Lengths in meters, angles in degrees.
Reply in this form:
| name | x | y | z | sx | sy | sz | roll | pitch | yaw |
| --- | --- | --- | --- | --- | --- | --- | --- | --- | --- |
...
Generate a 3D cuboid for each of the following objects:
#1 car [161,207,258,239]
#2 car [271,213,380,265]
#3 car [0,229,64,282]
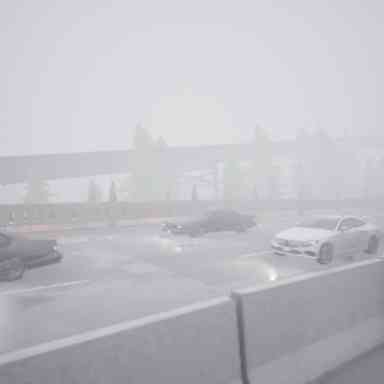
| name | x | y | z | sx | sy | sz | roll | pitch | yaw |
| --- | --- | --- | --- | --- | --- | --- | --- | --- | --- |
| car | 1.068 | 1.529 | 17.607 | 5.357 | 1.411 | 2.033 | 0 | 0 | -35 |
| car | 4.843 | 1.508 | 11.734 | 4.674 | 1.442 | 1.812 | 0 | 0 | -35 |
| car | -6.099 | 1.552 | 8.221 | 5.357 | 1.411 | 2.033 | 0 | 0 | -35 |
